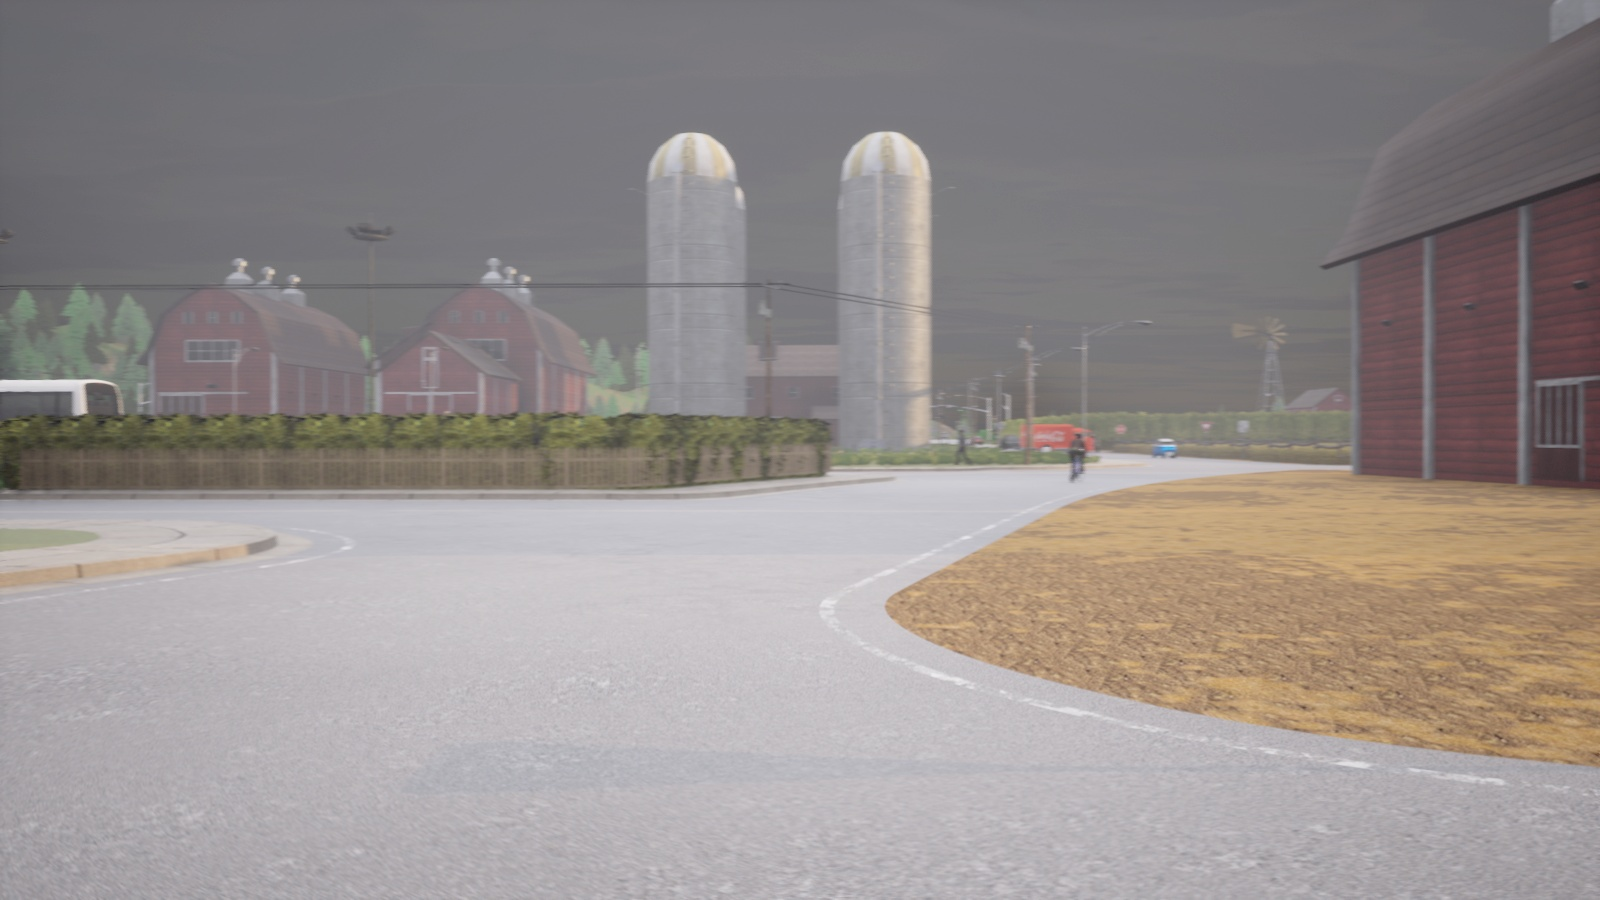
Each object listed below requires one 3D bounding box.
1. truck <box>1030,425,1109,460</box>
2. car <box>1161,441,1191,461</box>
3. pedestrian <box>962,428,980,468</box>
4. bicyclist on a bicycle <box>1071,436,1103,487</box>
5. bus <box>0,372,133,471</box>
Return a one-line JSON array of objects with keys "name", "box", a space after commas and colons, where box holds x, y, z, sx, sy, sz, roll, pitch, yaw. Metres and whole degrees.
[{"name": "truck", "box": [20.279, -0.581, 94.726, 5.204, 2.467, 2.627, 0, 2, -5]}, {"name": "car", "box": [26.311, 0.075, 87.837, 1.481, 1.376, 2.207, 0, 1, 1]}, {"name": "pedestrian", "box": [8.365, -0.112, 61.369, 0.788, 1.949, 0.423, 0, 1, -5]}, {"name": "bicyclist on a bicycle", "box": [9.345, 0.354, 40.853, 0.582, 1.620, 1.656, 1, 0, 27]}, {"name": "bus", "box": [-36.029, -1.251, 56.246, 10.273, 4.253, 3.944, 0, 1, 1]}]
